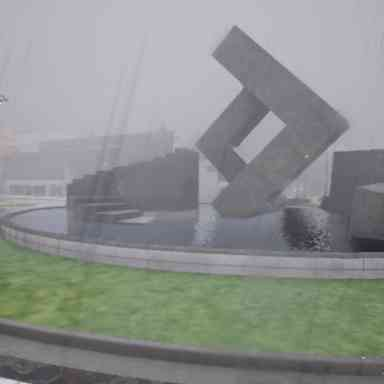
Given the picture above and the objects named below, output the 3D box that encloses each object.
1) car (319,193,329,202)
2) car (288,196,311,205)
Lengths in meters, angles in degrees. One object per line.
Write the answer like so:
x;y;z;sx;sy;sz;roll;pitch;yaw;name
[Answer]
25.414;0.959;63.101;2.097;1.767;4.553;1;1;29;car
15.726;1.232;49.027;1.895;1.301;4.718;2;1;44;car
